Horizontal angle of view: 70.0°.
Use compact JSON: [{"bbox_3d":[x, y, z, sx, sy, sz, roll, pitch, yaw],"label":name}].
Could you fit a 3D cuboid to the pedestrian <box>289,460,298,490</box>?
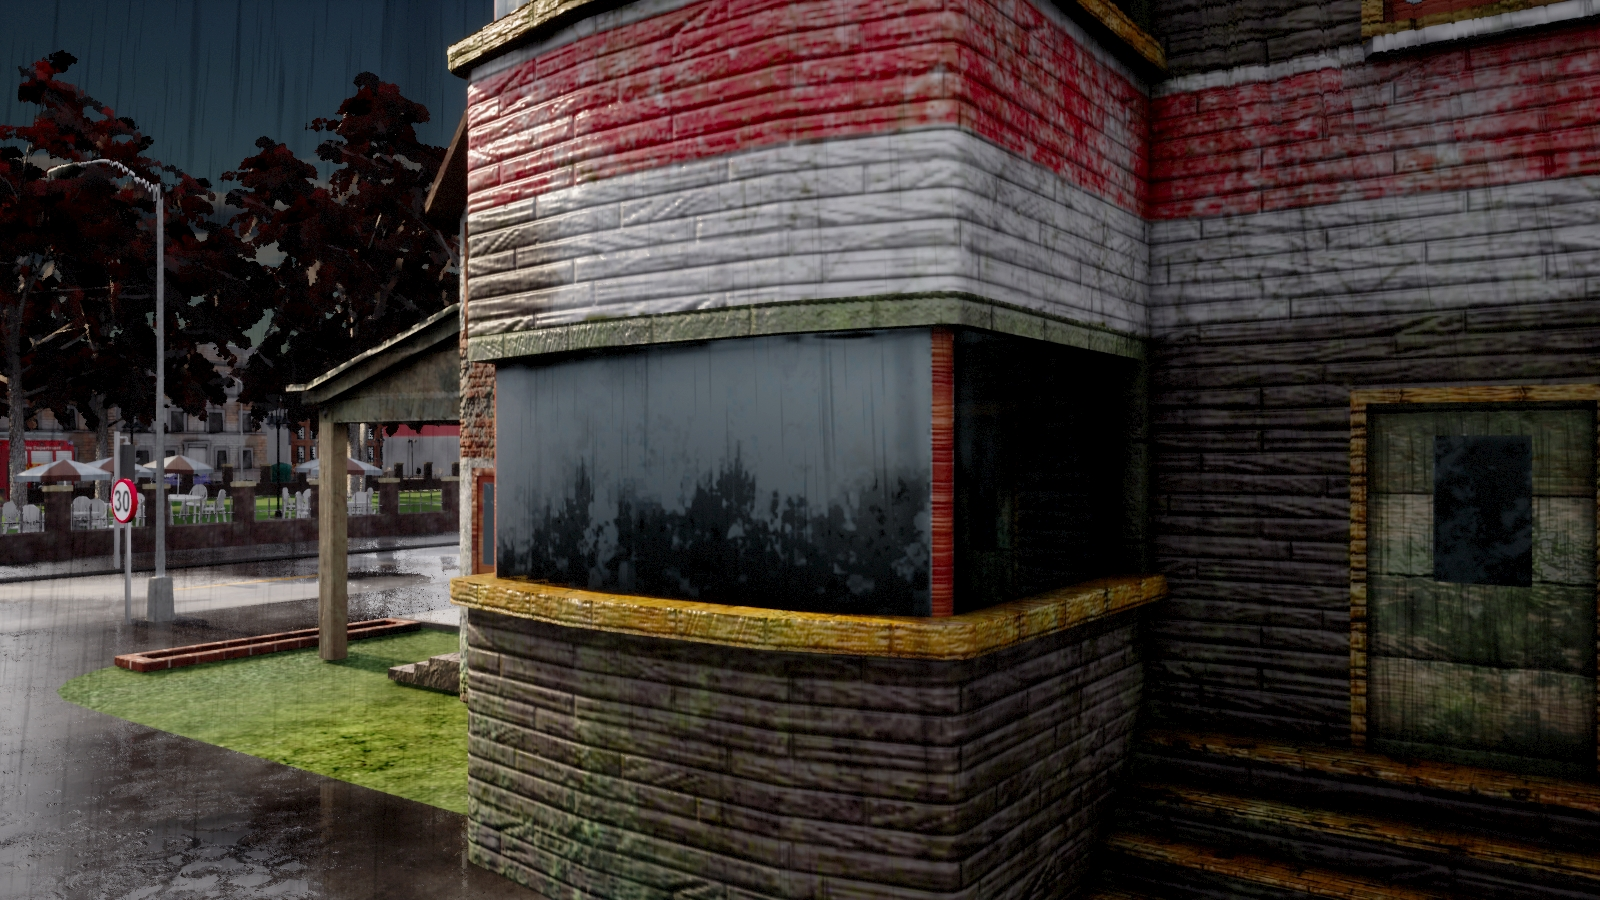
[{"bbox_3d":[-31.233,1.524,70.464,0.375,1.860,0.375,0,0,37],"label":"pedestrian"}]
